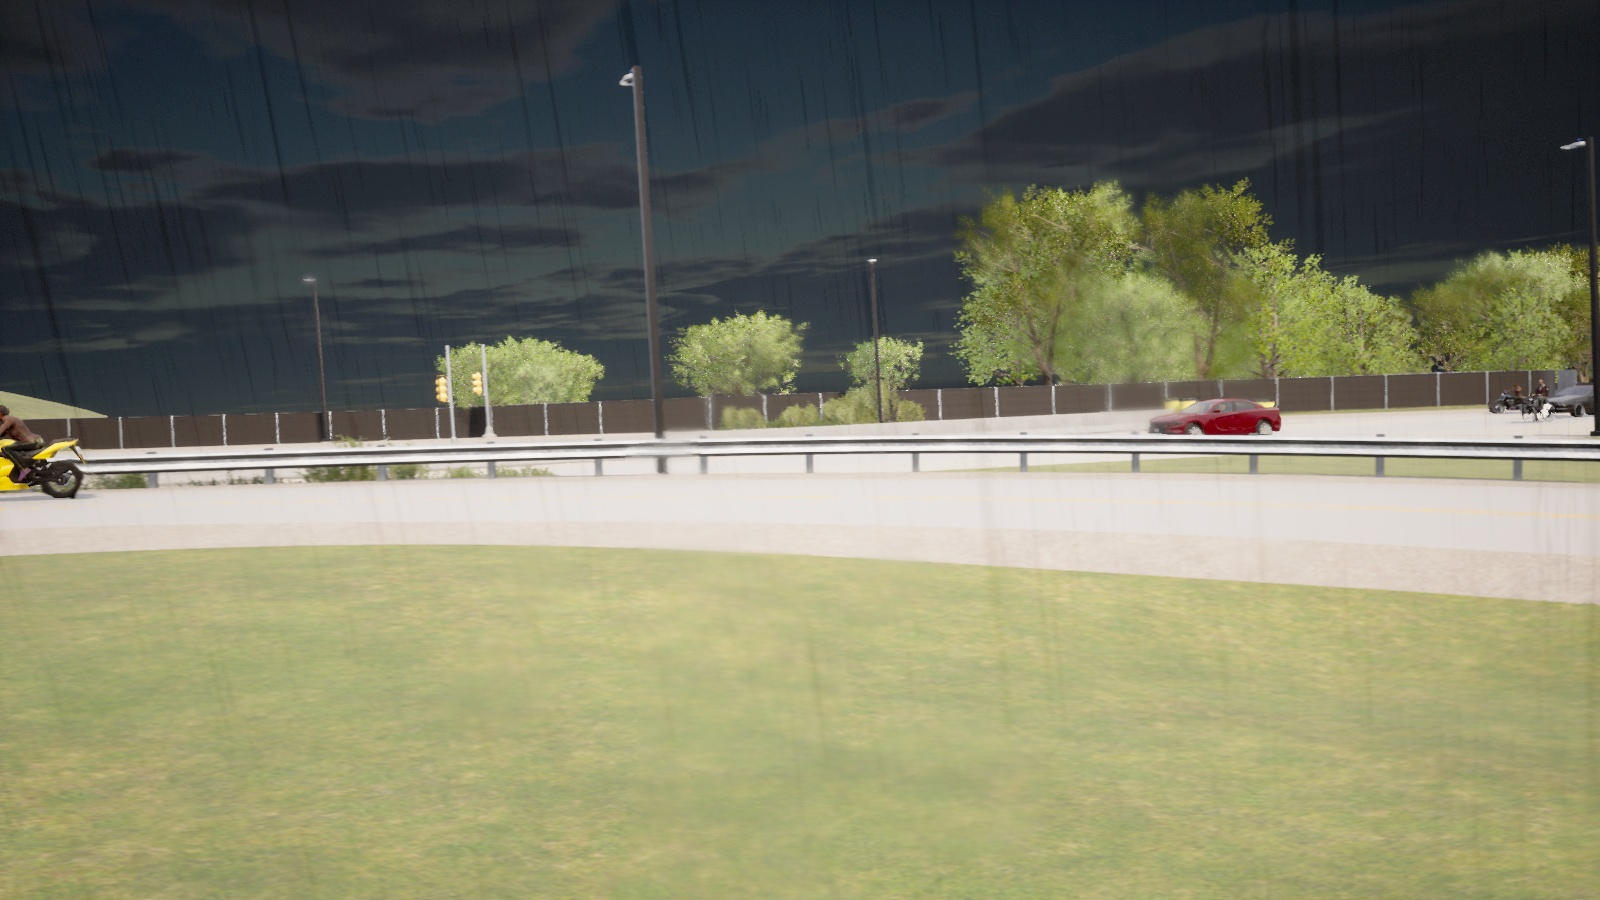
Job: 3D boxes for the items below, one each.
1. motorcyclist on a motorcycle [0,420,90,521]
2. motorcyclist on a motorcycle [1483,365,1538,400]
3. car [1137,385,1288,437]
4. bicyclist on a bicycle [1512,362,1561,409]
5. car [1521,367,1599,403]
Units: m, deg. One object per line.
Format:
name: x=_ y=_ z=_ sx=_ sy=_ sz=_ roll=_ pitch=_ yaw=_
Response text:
motorcyclist on a motorcycle: x=-12.478 y=0.321 z=19.796 sx=2.044 sy=1.523 sz=0.797 roll=-3 pitch=2 yaw=-19
motorcyclist on a motorcycle: x=35.785 y=-3.394 z=63.262 sx=2.350 sy=1.649 sz=0.766 roll=-3 pitch=2 yaw=-5
car: x=14.713 y=-1.391 z=44.745 sx=5.008 sy=1.535 sz=1.882 roll=-4 pitch=2 yaw=-21
bicyclist on a bicycle: x=29.710 y=-2.607 z=50.661 sx=1.843 sy=1.776 sz=0.659 roll=-4 pitch=2 yaw=-21
car: x=35.425 y=-2.987 z=56.680 sx=5.357 sy=1.411 sz=2.033 roll=-4 pitch=2 yaw=-21
